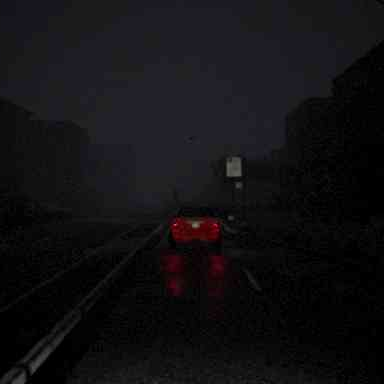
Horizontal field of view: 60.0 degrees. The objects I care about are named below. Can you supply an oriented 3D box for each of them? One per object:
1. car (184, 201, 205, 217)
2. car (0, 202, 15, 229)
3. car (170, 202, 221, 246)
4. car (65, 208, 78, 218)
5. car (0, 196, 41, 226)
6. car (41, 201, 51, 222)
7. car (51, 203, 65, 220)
[{"bbox_3d":[0.256,1.702,33.624,2.033,1.411,5.357,0,-1,0],"label":"car"},{"bbox_3d":[-13.164,1.506,18.651,5.008,1.535,2.097,0,0,0],"label":"car"},{"bbox_3d":[0.148,1.343,15.194,2.097,1.767,4.553,0,0,0],"label":"car"},{"bbox_3d":[-13.047,1.590,29.676,5.366,1.575,1.946,0,-1,0],"label":"car"},{"bbox_3d":[-13.207,1.271,21.408,5.566,2.045,2.435,0,0,0],"label":"car"},{"bbox_3d":[-13.164,1.417,24.163,4.553,1.767,2.185,0,0,0],"label":"car"},{"bbox_3d":[-13.218,1.606,26.917,4.674,1.452,2.002,0,0,0],"label":"car"}]
